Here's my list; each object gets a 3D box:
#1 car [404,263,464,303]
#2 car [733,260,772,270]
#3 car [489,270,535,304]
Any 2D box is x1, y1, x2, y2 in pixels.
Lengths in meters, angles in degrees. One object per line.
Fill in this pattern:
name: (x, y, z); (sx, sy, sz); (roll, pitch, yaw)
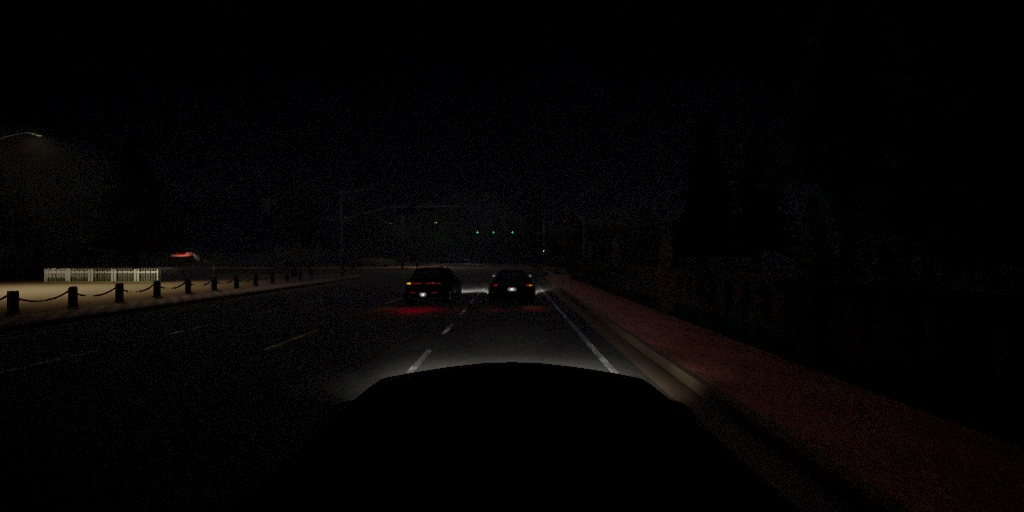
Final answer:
car: (-3.500, 1.264, 16.500); (1.837, 1.490, 4.892); (0, 0, 0)
car: (32.892, 1.270, 48.903); (4.902, 1.511, 2.128); (0, 0, 0)
car: (0.000, 1.320, 16.500); (1.994, 1.385, 4.181); (0, 0, 0)
